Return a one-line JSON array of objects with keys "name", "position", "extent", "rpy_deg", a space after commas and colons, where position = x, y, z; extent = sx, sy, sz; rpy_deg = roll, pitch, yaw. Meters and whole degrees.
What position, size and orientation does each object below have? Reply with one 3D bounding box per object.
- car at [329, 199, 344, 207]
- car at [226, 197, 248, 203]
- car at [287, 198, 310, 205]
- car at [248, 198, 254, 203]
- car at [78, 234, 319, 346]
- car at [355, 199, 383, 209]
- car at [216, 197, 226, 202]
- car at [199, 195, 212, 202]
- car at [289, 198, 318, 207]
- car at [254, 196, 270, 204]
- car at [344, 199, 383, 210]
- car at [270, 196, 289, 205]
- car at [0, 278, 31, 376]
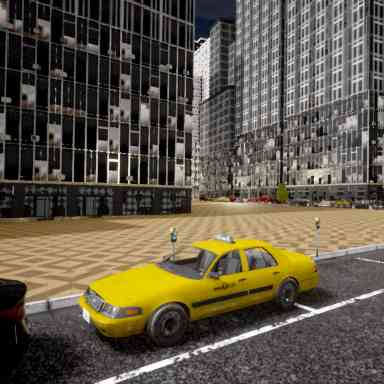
[{"name": "car", "position": [25.591, 1.840, 56.695], "extent": [1.752, 1.417, 4.829], "rpy_deg": [1, -1, -22]}, {"name": "car", "position": [9.927, 1.729, 74.269], "extent": [1.967, 1.590, 4.097], "rpy_deg": [1, -1, -22]}, {"name": "car", "position": [21.434, 1.927, 66.900], "extent": [2.008, 1.369, 4.403], "rpy_deg": [1, -1, -22]}, {"name": "car", "position": [15.103, 2.051, 82.443], "extent": [1.802, 1.307, 4.206], "rpy_deg": [1, -1, -22]}, {"name": "car", "position": [0.410, 1.528, 6.323], "extent": [4.829, 1.417, 1.752], "rpy_deg": [0, 1, -35]}, {"name": "car", "position": [27.765, 1.833, 51.356], "extent": [2.008, 1.369, 4.403], "rpy_deg": [1, -1, -22]}, {"name": "car", "position": [7.881, 1.845, 79.289], "extent": [1.752, 1.417, 4.829], "rpy_deg": [1, -1, -22]}, {"name": "car", "position": [3.601, 1.698, 89.806], "extent": [2.192, 1.841, 5.009], "rpy_deg": [1, -1, -22]}, {"name": "car", "position": [18.363, 1.715, 53.552], "extent": [2.008, 1.369, 4.403], "rpy_deg": [1, -1, -22]}, {"name": "car", "position": [17.217, 1.753, 77.265], "extent": [2.192, 1.841, 5.009], "rpy_deg": [1, -1, -22]}, {"name": "car", "position": [22.581, 1.653, 43.194], "extent": [2.008, 1.369, 4.403], "rpy_deg": [1, -1, -22]}, {"name": "car", "position": [16.255, 1.636, 58.732], "extent": [1.967, 1.590, 4.097], "rpy_deg": [1, -1, -22]}, {"name": "car", "position": [-3.954, 1.565, 3.265], "extent": [4.313, 1.339, 1.947], "rpy_deg": [0, 1, -36]}]
